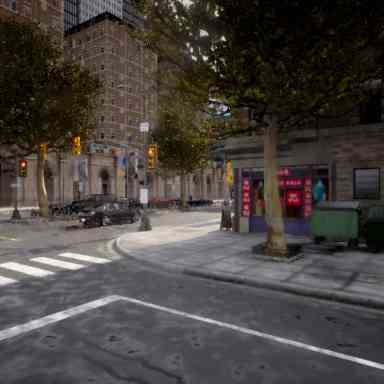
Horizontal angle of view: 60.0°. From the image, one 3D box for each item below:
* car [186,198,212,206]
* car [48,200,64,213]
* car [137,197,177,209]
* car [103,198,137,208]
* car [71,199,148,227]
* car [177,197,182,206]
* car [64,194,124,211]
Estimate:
[{"bbox_3d":[1.411,1.601,52.743,1.895,1.301,4.718,0,0,36],"label":"car"},{"bbox_3d":[-13.767,1.547,37.656,2.033,1.411,5.357,0,0,36],"label":"car"},{"bbox_3d":[-4.602,1.478,44.403,1.882,1.535,5.008,0,0,36],"label":"car"},{"bbox_3d":[-10.282,1.595,47.897,1.895,1.301,4.718,0,0,36],"label":"car"},{"bbox_3d":[-5.582,1.505,23.191,1.837,1.490,4.892,-2,-1,32],"label":"car"},{"bbox_3d":[-2.283,1.564,53.607,1.994,1.385,4.181,0,0,36],"label":"car"},{"bbox_3d":[-10.501,1.221,36.206,2.150,2.045,5.566,0,0,36],"label":"car"}]
